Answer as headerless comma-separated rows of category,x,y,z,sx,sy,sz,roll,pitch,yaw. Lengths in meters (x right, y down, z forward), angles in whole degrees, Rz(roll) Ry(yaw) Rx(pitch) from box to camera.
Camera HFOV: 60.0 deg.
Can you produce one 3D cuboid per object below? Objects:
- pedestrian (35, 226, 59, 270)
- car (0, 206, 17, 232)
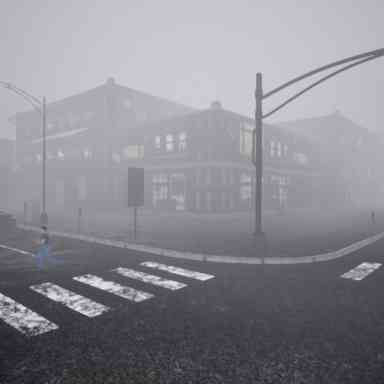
pedestrian,-3.952,1.446,9.008,0.375,1.300,0.375,0,-1,40
car,-10.441,1.337,16.990,4.206,1.307,1.802,1,0,40
